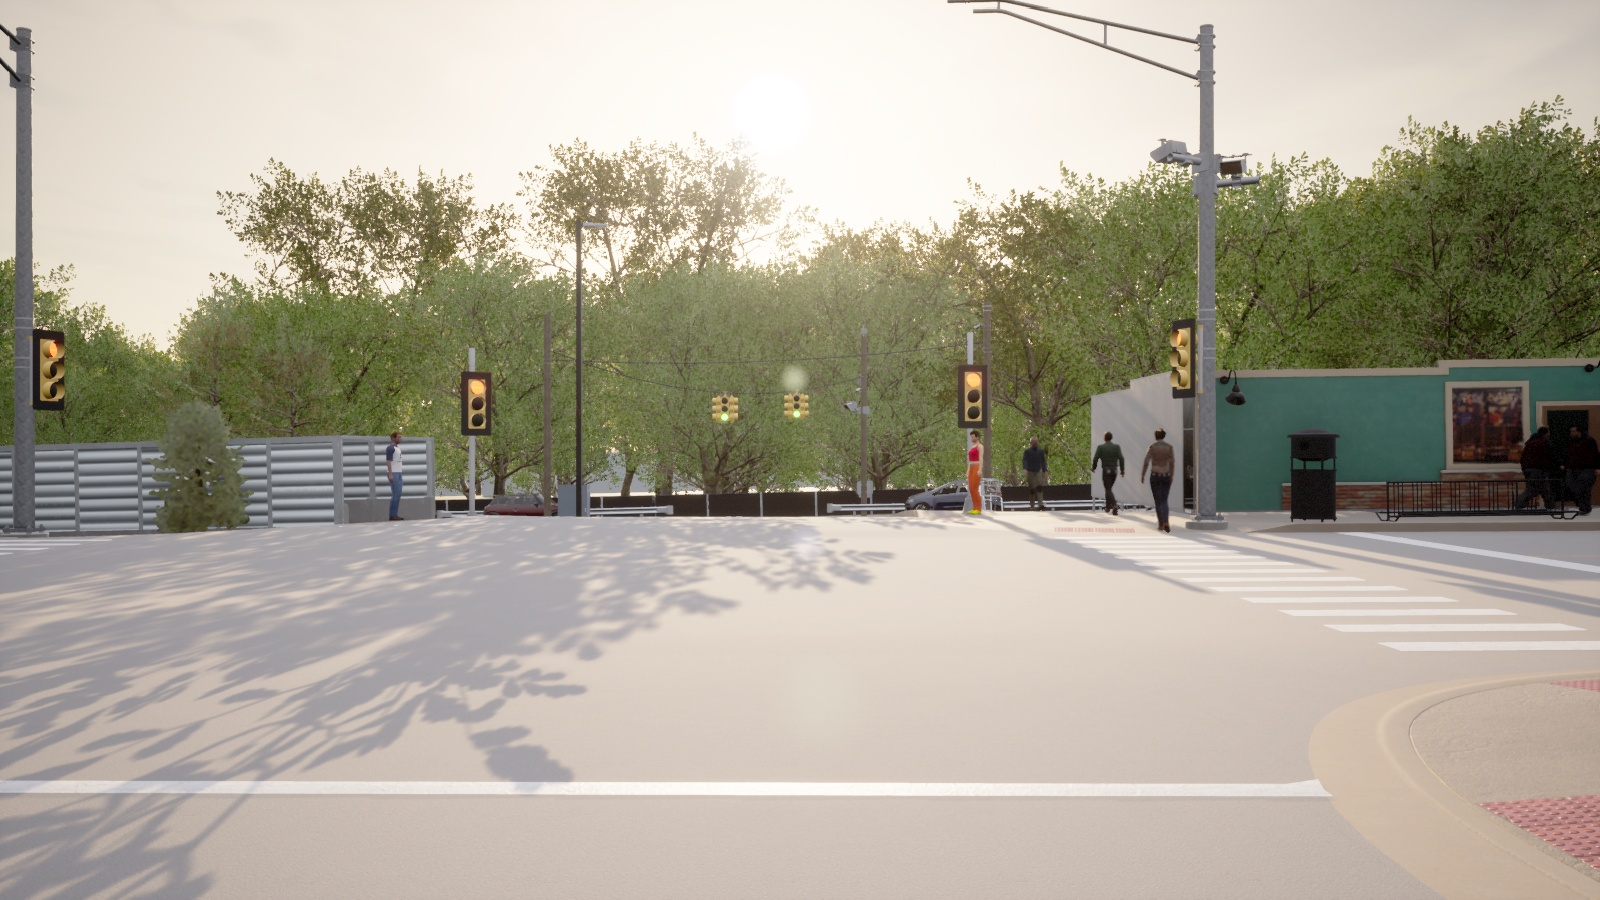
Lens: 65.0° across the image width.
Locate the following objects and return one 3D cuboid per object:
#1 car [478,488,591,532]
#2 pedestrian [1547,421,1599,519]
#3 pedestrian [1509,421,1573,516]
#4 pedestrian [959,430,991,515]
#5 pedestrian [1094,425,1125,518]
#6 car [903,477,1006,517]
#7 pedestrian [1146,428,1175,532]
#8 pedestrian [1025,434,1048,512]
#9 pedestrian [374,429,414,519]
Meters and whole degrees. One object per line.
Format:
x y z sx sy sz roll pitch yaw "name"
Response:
-12.076 2.724 57.305 4.553 1.767 2.097 -2 0 6 "car"
15.033 0.378 24.189 0.899 1.844 0.634 0 0 -7 "pedestrian"
14.618 0.361 24.795 0.899 1.844 0.634 0 0 3 "pedestrian"
3.815 0.483 27.394 0.594 1.836 0.345 0 0 -15 "pedestrian"
6.610 0.451 26.843 0.423 1.949 0.788 0 0 -5 "pedestrian"
7.190 2.189 58.496 4.611 1.667 2.242 -2 0 8 "car"
6.356 0.515 22.161 0.328 1.805 0.869 0 0 4 "pedestrian"
5.682 0.546 30.196 0.402 1.842 0.726 0 0 -3 "pedestrian"
-8.323 0.494 25.762 0.706 1.836 0.354 0 0 1 "pedestrian"
